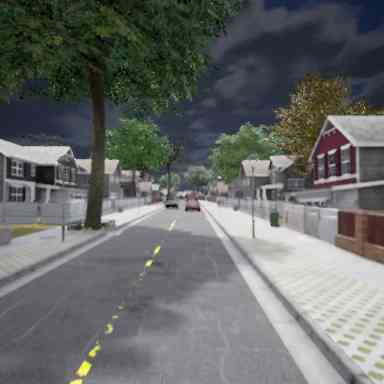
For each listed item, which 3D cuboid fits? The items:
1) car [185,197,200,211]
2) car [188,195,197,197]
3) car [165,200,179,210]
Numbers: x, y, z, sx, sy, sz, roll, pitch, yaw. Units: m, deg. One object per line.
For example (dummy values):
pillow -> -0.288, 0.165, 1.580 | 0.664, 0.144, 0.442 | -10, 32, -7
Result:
car -> 0.105, 1.749, 44.283 | 1.994, 1.385, 4.181 | 0, 0, 0
car -> 0.107, 1.554, 63.709 | 2.150, 2.045, 5.566 | 0, -1, 0
car -> -2.820, 1.808, 47.699 | 1.895, 1.301, 4.718 | 0, 0, 0
